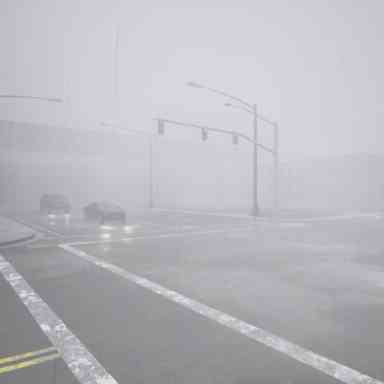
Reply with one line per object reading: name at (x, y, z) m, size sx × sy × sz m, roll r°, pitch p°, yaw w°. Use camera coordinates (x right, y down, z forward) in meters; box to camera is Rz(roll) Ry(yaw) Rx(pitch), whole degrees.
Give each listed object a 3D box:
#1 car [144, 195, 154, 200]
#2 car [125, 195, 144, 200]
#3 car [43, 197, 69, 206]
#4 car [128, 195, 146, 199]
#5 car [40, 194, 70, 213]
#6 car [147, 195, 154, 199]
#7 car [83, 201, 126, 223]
car at (-11.625, 1.556, 93.041) m, size 2.038 × 1.542 × 4.974 m, roll 0°, pitch 0°, yaw -5°
car at (-15.356, 1.549, 92.984) m, size 4.974 × 1.542 × 2.038 m, roll 0°, pitch 0°, yaw 25°
car at (-22.478, 1.583, 55.331) m, size 2.033 × 1.411 × 5.357 m, roll 0°, pitch 0°, yaw 0°
car at (-15.403, 1.392, 93.006) m, size 4.536 × 1.218 × 1.853 m, roll 0°, pitch 0°, yaw 25°
car at (-15.650, 1.249, 37.760) m, size 2.150 × 2.045 × 5.566 m, roll 0°, pitch 0°, yaw -37°
car at (-11.630, 1.398, 93.093) m, size 1.853 × 1.218 × 4.536 m, roll 0°, pitch 0°, yaw -5°
car at (-6.886, 1.502, 25.943) m, size 1.882 × 1.535 × 5.008 m, roll 0°, pitch 0°, yaw -37°
